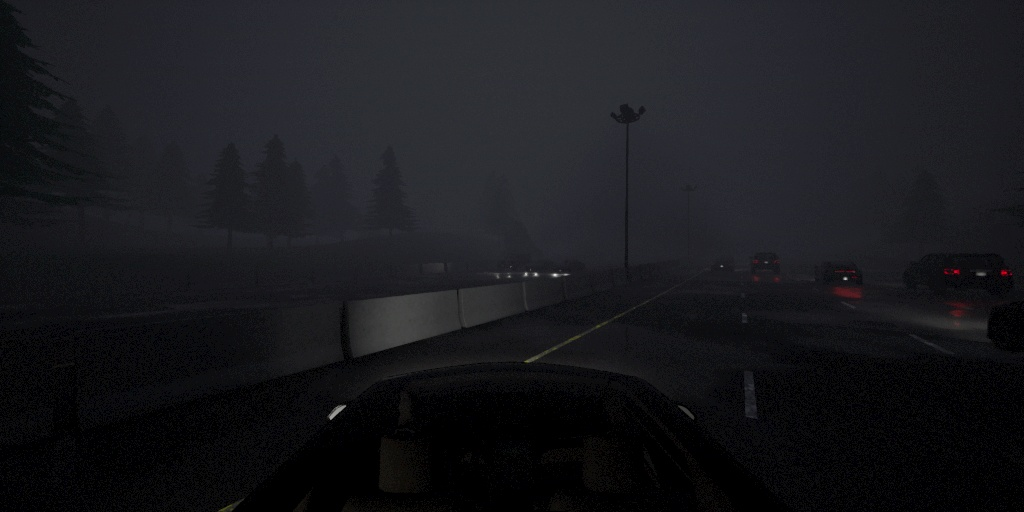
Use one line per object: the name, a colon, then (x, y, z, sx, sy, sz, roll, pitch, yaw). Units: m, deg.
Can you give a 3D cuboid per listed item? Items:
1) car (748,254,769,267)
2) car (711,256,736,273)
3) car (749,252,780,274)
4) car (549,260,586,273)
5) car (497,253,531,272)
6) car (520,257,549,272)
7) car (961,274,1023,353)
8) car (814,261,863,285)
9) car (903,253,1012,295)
car: (32.415, 0.583, 47.240, 2.128, 1.511, 4.902, 0, 1, 32)
car: (21.816, 0.955, 37.121, 1.994, 1.385, 4.181, 0, 1, 33)
car: (24.395, 0.627, 34.651, 2.150, 2.045, 5.566, 0, 1, 32)
car: (6.379, 1.103, 39.128, 2.033, 1.411, 5.357, 0, 1, 32)
car: (0.458, 0.704, 42.860, 2.150, 2.045, 5.566, 0, 1, 32)
car: (3.427, 1.067, 41.007, 2.033, 1.411, 5.357, 0, 1, 32)
car: (10.151, 1.234, 5.761, 2.128, 1.511, 4.902, 0, 0, 32)
car: (21.817, 1.074, 24.085, 1.837, 1.490, 4.892, 0, 1, 32)
car: (22.136, 0.850, 18.071, 2.150, 2.045, 5.566, 0, 1, 32)
